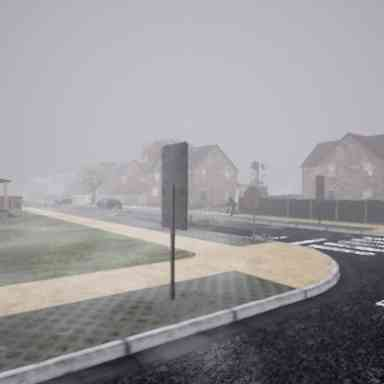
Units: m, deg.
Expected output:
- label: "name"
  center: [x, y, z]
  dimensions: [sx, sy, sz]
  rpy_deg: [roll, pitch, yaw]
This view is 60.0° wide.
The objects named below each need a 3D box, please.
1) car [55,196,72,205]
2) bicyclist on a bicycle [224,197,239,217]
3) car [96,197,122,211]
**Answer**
- label: "car"
  center: [-21.594, 1.453, 55.885]
  dimensions: [2.128, 1.511, 4.902]
  rpy_deg: [0, 0, -36]
- label: "bicyclist on a bicycle"
  center: [3.152, 1.205, 26.630]
  dimensions: [1.656, 1.620, 0.582]
  rpy_deg: [0, 0, -36]
- label: "car"
  center: [-9.974, 1.404, 39.817]
  dimensions: [1.837, 1.490, 4.892]
  rpy_deg: [0, 0, -36]
